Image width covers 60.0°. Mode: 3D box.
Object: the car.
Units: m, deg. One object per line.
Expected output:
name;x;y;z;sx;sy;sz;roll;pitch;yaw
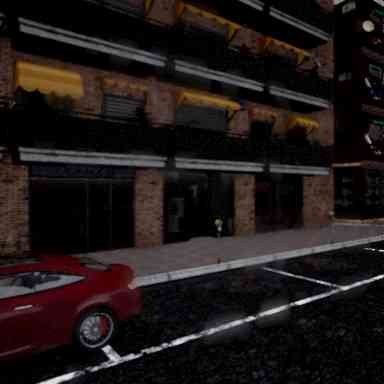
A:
car;-2.734;1.580;4.609;4.206;1.307;1.802;0;0;-36
